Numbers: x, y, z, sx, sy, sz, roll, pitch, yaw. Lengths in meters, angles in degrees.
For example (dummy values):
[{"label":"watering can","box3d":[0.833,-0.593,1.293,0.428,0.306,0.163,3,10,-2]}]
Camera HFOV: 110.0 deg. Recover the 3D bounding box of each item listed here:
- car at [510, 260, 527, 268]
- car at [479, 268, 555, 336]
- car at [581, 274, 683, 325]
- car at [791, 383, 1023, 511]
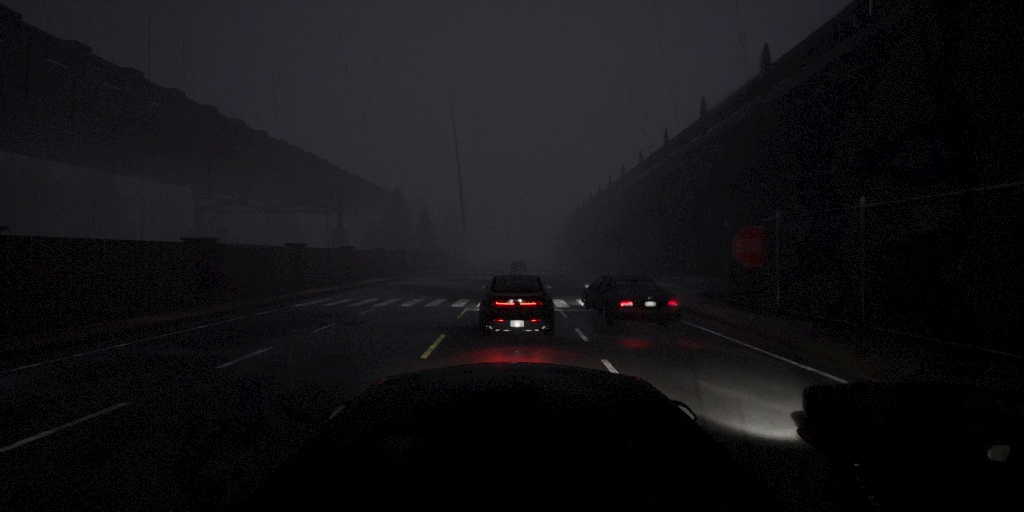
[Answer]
[{"label":"car","box3d":[0.816,1.228,43.613,1.882,1.535,5.008,0,0,1]},{"label":"car","box3d":[0.122,1.255,10.374,1.837,1.490,4.892,0,0,0]},{"label":"car","box3d":[3.625,1.298,11.843,2.033,1.411,5.357,0,0,1]},{"label":"car","box3d":[3.596,1.298,0.959,2.033,1.411,5.357,0,0,1]}]
